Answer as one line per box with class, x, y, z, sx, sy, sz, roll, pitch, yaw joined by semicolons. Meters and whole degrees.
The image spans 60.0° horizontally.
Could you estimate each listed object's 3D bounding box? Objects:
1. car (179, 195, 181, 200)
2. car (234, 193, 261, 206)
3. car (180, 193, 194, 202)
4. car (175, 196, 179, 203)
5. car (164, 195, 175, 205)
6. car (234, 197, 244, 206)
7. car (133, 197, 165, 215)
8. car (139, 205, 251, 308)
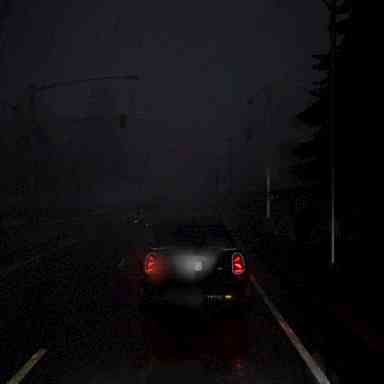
car;-2.109;1.158;83.569;2.097;1.767;4.553;0;0;-13
car;8.508;1.146;51.295;3.866;1.878;1.905;0;0;-1
car;-0.835;1.555;73.435;1.895;1.301;4.718;0;0;-7
car;-4.112;1.477;67.684;1.837;1.490;4.892;0;0;0
car;-4.022;1.496;49.981;1.812;1.442;4.674;0;0;-1
car;8.919;1.144;48.784;4.605;1.855;1.932;0;0;-1
car;-4.455;1.540;33.581;1.994;1.385;4.181;0;0;10
car;0.072;1.352;8.071;2.097;1.767;4.553;0;0;1
